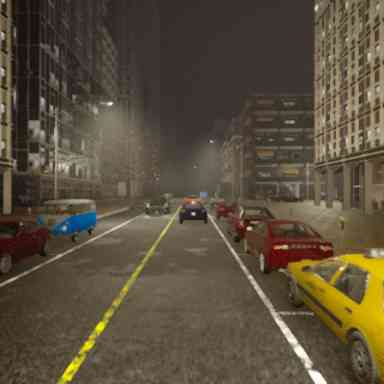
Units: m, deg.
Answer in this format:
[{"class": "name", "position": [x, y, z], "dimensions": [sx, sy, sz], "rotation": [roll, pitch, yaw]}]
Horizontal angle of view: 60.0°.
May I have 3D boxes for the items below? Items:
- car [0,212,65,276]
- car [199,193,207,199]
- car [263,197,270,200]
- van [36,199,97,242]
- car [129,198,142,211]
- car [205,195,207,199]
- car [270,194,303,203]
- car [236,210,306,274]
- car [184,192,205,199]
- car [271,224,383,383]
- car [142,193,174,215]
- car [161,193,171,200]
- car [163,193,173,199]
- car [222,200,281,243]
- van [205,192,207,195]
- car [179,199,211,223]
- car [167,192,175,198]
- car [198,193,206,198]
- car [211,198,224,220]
[{"class": "car", "position": [-5.684, 1.520, 10.127], "dimensions": [1.802, 1.307, 4.206], "rotation": [1, 0, 0]}, {"class": "car", "position": [2.803, 0.942, 85.913], "dimensions": [2.008, 1.369, 4.403], "rotation": [1, 0, 0]}, {"class": "car", "position": [15.191, 1.112, 60.571], "dimensions": [4.403, 1.369, 2.008], "rotation": [0, 0, 1]}, {"class": "van", "position": [-5.682, 1.247, 15.440], "dimensions": [1.690, 1.788, 3.998], "rotation": [1, 0, 0]}, {"class": "car", "position": [-5.797, 1.349, 36.690], "dimensions": [1.802, 1.307, 4.206], "rotation": [1, 0, 0]}, {"class": "car", "position": [2.806, 1.317, 36.690], "dimensions": [2.008, 1.369, 4.403], "rotation": [1, 0, 0]}, {"class": "car", "position": [15.111, 1.071, 52.191], "dimensions": [4.507, 1.381, 1.887], "rotation": [0, 0, 1]}, {"class": "car", "position": [2.697, 1.483, 10.125], "dimensions": [1.887, 1.381, 4.507], "rotation": [1, 0, 0]}, {"class": "car", "position": [0.095, 1.100, 39.238], "dimensions": [2.097, 1.767, 4.553], "rotation": [0, 0, 0]}, {"class": "car", "position": [2.698, 1.495, 4.980], "dimensions": [1.752, 1.417, 4.829], "rotation": [1, 0, 0]}, {"class": "car", "position": [-3.047, 1.157, 30.906], "dimensions": [2.097, 1.767, 4.553], "rotation": [0, 0, 0]}, {"class": "car", "position": [-5.818, 1.005, 75.100], "dimensions": [1.752, 1.417, 4.829], "rotation": [1, 0, 0]}, {"class": "car", "position": [-5.819, 0.989, 80.282], "dimensions": [2.008, 1.369, 4.403], "rotation": [1, 0, 0]}, {"class": "car", "position": [2.698, 1.346, 15.438], "dimensions": [1.967, 1.590, 4.097], "rotation": [1, 0, 0]}, {"class": "van", "position": [2.824, 0.779, 80.251], "dimensions": [1.690, 1.788, 3.998], "rotation": [1, 0, 0]}, {"class": "car", "position": [0.098, 1.413, 24.080], "dimensions": [1.994, 1.385, 4.181], "rotation": [0, 0, 0]}, {"class": "car", "position": [-5.756, 0.871, 91.430], "dimensions": [1.752, 1.417, 4.829], "rotation": [1, 0, 0]}, {"class": "car", "position": [2.758, 0.910, 91.569], "dimensions": [1.947, 1.339, 4.313], "rotation": [1, 0, 0]}, {"class": "car", "position": [2.696, 1.383, 26.066], "dimensions": [1.887, 1.381, 4.507], "rotation": [1, 0, 0]}]
